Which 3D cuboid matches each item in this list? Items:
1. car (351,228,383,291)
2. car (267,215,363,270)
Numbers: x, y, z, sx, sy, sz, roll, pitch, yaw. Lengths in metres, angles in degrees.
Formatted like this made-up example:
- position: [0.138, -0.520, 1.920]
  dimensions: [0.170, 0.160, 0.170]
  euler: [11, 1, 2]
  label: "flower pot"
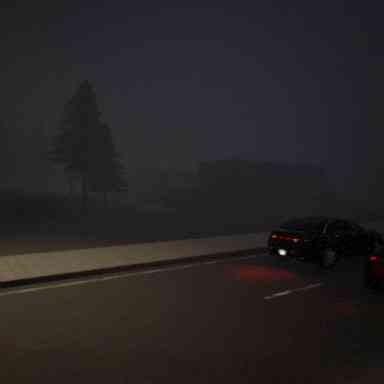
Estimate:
- position: [5.987, 1.621, 8.011]
  dimensions: [4.181, 1.385, 1.994]
  euler: [0, 0, -36]
  label: "car"
- position: [4.676, 1.568, 11.376]
  dimensions: [4.892, 1.490, 1.837]
  euler: [0, 0, -36]
  label: "car"
